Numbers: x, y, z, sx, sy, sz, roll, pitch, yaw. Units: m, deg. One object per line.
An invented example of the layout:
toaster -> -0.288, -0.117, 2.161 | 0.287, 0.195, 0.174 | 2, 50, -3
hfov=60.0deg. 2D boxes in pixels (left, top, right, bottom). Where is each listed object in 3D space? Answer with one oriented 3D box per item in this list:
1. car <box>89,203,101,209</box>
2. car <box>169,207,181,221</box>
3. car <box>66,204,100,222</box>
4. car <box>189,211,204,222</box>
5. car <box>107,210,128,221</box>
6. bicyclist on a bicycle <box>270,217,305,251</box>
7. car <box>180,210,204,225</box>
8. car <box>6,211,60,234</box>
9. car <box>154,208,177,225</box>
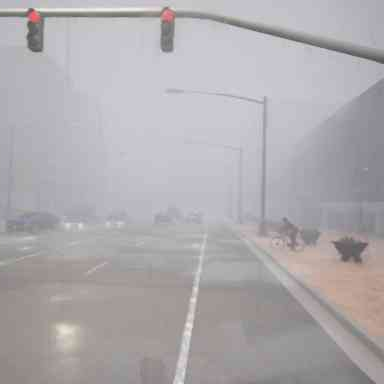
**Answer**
car -> -26.615, 3.869, 91.078 | 1.970, 1.475, 3.806 | 1, 0, 3
car -> -2.773, 3.400, 51.855 | 2.150, 2.045, 5.566 | 1, -2, 3
car -> -13.872, 2.652, 42.065 | 2.150, 2.045, 5.566 | 1, -3, 4
car -> 0.731, 3.767, 51.919 | 2.128, 1.511, 4.902 | 1, -2, 4
car -> -10.154, 3.214, 45.524 | 1.812, 1.442, 4.674 | 1, -3, 4
bicyclist on a bicycle -> 4.640, 2.068, 16.122 | 1.656, 1.620, 0.582 | 1, -2, 3
car -> 0.183, 3.266, 41.212 | 2.128, 1.511, 4.902 | 1, -3, 4
car -> -11.416, 2.165, 24.221 | 1.882, 1.535, 5.008 | 1, -3, 3
car -> -3.354, 3.134, 40.735 | 1.882, 1.535, 5.008 | 1, -3, 4
